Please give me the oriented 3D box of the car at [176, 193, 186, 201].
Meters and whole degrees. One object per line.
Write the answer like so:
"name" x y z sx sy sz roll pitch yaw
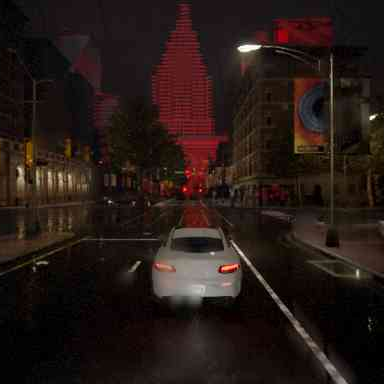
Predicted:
"car" -3.113 1.553 87.286 1.994 1.385 4.181 0 0 0

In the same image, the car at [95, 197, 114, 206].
"car" -14.833 1.547 56.777 2.033 1.411 5.357 0 0 0

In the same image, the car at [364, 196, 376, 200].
"car" 34.746 1.481 68.020 2.231 1.521 4.892 0 0 0

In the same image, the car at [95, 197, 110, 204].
"car" -17.954 1.595 66.861 1.895 1.301 4.718 0 0 0

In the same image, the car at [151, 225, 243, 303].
"car" 0.112 1.526 8.113 1.812 1.442 4.674 0 0 1

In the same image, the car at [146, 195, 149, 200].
"car" -11.160 1.355 76.746 2.097 1.767 4.553 0 0 0

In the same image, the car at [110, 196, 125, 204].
"car" -14.723 1.505 66.316 1.837 1.490 4.892 0 0 1

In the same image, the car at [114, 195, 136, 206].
"car" -11.334 1.478 56.713 1.882 1.535 5.008 0 0 0

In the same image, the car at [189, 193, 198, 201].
"car" 0.385 1.355 86.889 2.097 1.767 4.553 0 0 0

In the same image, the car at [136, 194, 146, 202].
"car" -11.225 1.547 66.526 2.033 1.411 5.357 0 0 1

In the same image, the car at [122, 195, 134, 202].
"car" -14.661 1.478 76.730 1.882 1.535 5.008 0 0 0
